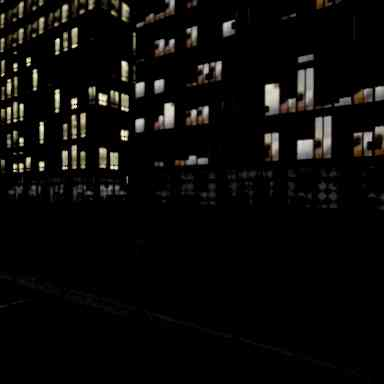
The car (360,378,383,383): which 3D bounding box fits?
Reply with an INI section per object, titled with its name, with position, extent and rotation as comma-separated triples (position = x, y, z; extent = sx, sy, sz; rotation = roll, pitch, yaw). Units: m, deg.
[car]
position = 2.552, 1.573, 1.049
extent = 4.313, 1.339, 1.947
rotation = 0, 0, 35
